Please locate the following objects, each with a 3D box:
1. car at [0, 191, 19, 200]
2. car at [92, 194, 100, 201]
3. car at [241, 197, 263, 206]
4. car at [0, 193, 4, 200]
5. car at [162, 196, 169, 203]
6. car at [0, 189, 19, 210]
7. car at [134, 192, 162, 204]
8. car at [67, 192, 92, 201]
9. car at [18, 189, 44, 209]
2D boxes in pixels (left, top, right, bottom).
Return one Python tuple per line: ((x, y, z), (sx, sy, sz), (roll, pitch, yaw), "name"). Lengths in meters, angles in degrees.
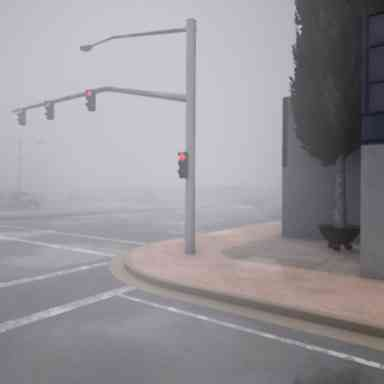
((-37.124, 0.677, 67.180), (4.605, 1.855, 1.932), (0, 0, 35), "car")
((-19.900, 0.992, 65.327), (3.905, 1.438, 1.784), (0, 0, 35), "car")
((9.078, 1.416, 50.135), (1.994, 1.385, 4.181), (0, 0, 37), "car")
((-38.635, 0.888, 64.962), (3.905, 1.438, 1.784), (0, 0, 35), "car")
((-5.638, 1.144, 55.244), (3.806, 1.475, 1.970), (0, 0, 35), "car")
((-20.353, 0.902, 34.525), (4.605, 1.855, 1.932), (0, 0, 35), "car")
((-7.320, 0.905, 52.887), (3.866, 1.878, 1.905), (0, 0, 35), "car")
((-21.626, 0.781, 63.000), (4.605, 1.855, 1.932), (0, 0, 35), "car")
((-18.635, 0.905, 36.855), (3.866, 1.878, 1.905), (0, 0, 35), "car")
